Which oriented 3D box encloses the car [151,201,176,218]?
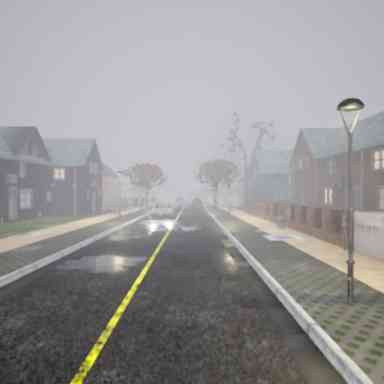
[{"bbox_3d":[-2.829,1.756,32.243,1.895,1.301,4.718,0,0,0],"label":"car"}]

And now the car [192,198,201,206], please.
[{"bbox_3d":[0.860,1.914,66.996,1.837,1.490,4.892,0,-1,0],"label":"car"}]

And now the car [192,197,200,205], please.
[{"bbox_3d":[0.862,1.967,72.997,1.837,1.490,4.892,0,-1,0],"label":"car"}]

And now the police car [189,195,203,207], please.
[{"bbox_3d":[0.855,1.752,57.106,1.930,1.638,5.238,0,0,0],"label":"police car"}]

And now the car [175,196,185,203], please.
[{"bbox_3d":[-2.711,1.755,74.010,1.837,1.490,4.892,0,-1,0],"label":"car"}]
